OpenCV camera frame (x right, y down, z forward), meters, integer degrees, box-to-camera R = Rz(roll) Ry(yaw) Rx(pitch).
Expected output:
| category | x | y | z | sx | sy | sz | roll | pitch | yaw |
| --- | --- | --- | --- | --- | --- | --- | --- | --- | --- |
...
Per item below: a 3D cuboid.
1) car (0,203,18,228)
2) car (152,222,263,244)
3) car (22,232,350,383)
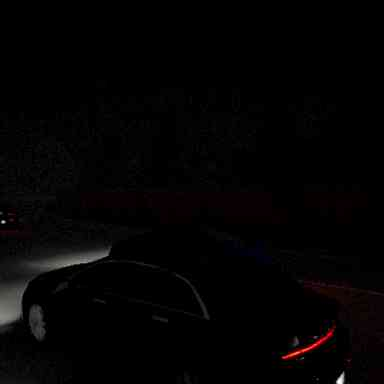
| category | x | y | z | sx | sy | sz | roll | pitch | yaw |
| --- | --- | --- | --- | --- | --- | --- | --- | --- | --- |
| car | -12.667 | 1.507 | 21.507 | 1.837 | 1.490 | 4.892 | 0 | 0 | -40 |
| car | -0.245 | 1.527 | 8.868 | 4.674 | 1.442 | 1.812 | 0 | 0 | 39 |
| car | -0.518 | 1.506 | 4.605 | 4.892 | 1.490 | 1.837 | 0 | 0 | 38 |
